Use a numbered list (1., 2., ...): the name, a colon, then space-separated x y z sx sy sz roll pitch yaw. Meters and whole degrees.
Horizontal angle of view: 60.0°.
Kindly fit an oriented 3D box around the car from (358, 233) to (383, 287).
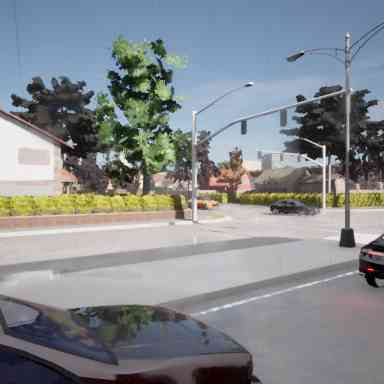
1. car: 5.965 1.492 8.038 4.902 1.511 2.128 0 0 -35

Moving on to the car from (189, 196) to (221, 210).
1. car: 1.574 1.353 42.249 2.097 1.767 4.553 0 0 -36

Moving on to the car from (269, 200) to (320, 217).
1. car: 9.685 1.505 31.629 1.837 1.490 4.892 0 0 -40

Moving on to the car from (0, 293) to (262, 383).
1. car: -1.954 1.547 2.355 5.357 1.411 2.033 0 0 -35
